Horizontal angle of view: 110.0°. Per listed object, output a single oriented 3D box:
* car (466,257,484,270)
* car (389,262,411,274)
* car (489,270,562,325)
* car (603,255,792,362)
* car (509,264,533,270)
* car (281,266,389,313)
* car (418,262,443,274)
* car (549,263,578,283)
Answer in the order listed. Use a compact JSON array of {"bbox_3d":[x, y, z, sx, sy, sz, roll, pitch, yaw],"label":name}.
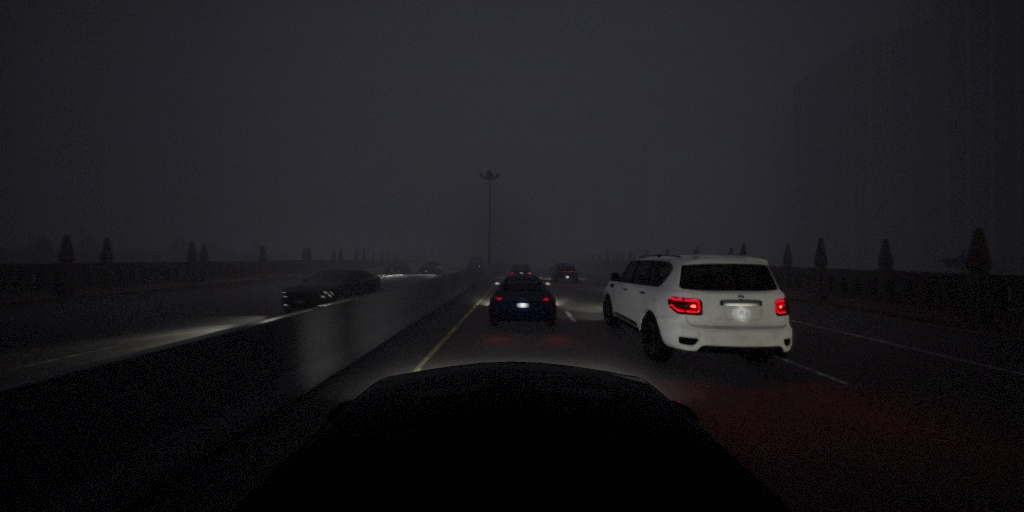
[{"bbox_3d":[-5.734,1.138,56.480,2.150,2.045,5.566,0,0,2],"label":"car"},{"bbox_3d":[-13.145,1.376,41.396,1.994,1.385,4.181,0,0,2],"label":"car"},{"bbox_3d":[0.337,1.336,11.898,1.994,1.385,4.181,0,0,1],"label":"car"},{"bbox_3d":[3.746,1.002,8.450,2.150,2.045,5.566,0,0,1],"label":"car"},{"bbox_3d":[0.759,1.375,29.865,2.033,1.411,5.357,0,0,1],"label":"car"},{"bbox_3d":[-6.831,1.223,14.127,1.882,1.535,5.008,0,0,1],"label":"car"},{"bbox_3d":[-9.604,1.383,42.919,2.033,1.411,5.357,0,0,2],"label":"car"},{"bbox_3d":[4.252,1.346,29.537,1.837,1.490,4.892,0,0,1],"label":"car"}]
